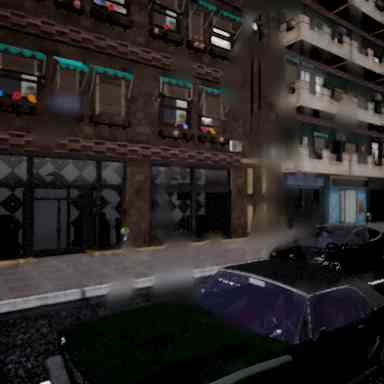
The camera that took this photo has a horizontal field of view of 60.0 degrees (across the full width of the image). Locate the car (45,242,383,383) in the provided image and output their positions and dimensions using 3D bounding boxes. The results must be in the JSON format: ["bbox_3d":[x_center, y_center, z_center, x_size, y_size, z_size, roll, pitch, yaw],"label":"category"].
[{"bbox_3d":[0.872,1.616,4.004,4.718,1.301,1.895,0,0,-36],"label":"car"}]

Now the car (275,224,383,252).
[{"bbox_3d":[4.115,1.611,9.505,4.313,1.339,1.947,0,0,-36],"label":"car"}]
